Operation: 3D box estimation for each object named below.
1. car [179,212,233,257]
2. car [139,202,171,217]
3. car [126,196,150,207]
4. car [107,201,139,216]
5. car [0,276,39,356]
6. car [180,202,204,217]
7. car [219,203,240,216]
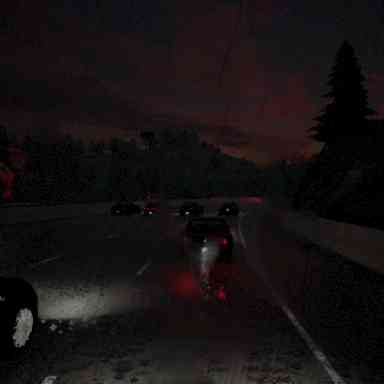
[{"bbox_3d":[0.642,1.724,13.584,1.895,1.301,4.718,0,0,4],"label":"car"},{"bbox_3d":[-3.569,1.792,34.822,1.837,1.490,4.892,0,0,11],"label":"car"},{"bbox_3d":[-10.423,1.730,64.421,2.150,2.045,5.566,0,0,19],"label":"car"},{"bbox_3d":[-6.942,1.769,35.699,2.128,1.511,4.902,0,0,11],"label":"car"},{"bbox_3d":[-3.312,1.520,3.239,1.837,1.490,4.892,0,0,1],"label":"car"},{"bbox_3d":[0.027,1.811,34.901,1.837,1.490,4.892,0,0,12],"label":"car"},{"bbox_3d":[4.282,1.916,37.853,1.994,1.385,4.181,0,0,13],"label":"car"}]
